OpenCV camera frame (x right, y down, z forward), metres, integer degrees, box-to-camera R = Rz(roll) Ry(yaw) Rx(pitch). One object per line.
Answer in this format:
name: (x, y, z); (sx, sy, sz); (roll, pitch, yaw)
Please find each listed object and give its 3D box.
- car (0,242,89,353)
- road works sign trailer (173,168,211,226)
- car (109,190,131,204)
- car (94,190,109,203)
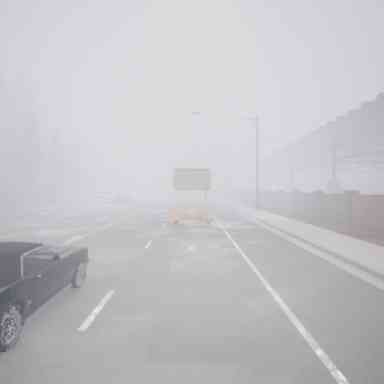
car: (-3.398, 1.546, 5.966); (1.895, 1.301, 4.718); (0, 1, 0)
road works sign trailer: (0.003, 0.271, 21.411); (2.380, 3.560, 2.880); (0, 1, 0)
car: (-10.561, 0.900, 50.142); (2.097, 1.767, 4.553); (0, 1, 0)
car: (-14.053, 0.738, 53.489); (2.150, 2.045, 5.566); (0, 1, 0)
